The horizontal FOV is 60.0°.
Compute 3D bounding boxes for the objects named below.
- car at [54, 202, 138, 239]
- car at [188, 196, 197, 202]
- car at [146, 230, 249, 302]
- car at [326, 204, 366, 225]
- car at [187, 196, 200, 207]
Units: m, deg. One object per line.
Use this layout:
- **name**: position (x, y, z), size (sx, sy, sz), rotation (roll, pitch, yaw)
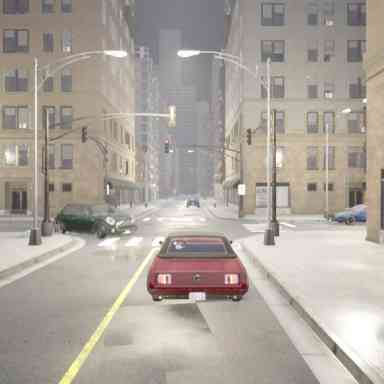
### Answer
- **car**: position (-4.993, 1.357, 17.263), size (4.553, 1.767, 2.097), rotation (0, 0, 32)
- **car**: position (0.109, 1.567, 75.151), size (1.895, 1.301, 4.718), rotation (0, 0, 0)
- **car**: position (0.094, 1.601, 8.238), size (1.895, 1.301, 4.718), rotation (0, 0, 0)
- **car**: position (12.201, 1.512, 22.827), size (5.357, 1.411, 2.033), rotation (0, 0, 3)
- **car**: position (0.170, 1.519, 50.678), size (1.812, 1.442, 4.674), rotation (0, 0, 0)
